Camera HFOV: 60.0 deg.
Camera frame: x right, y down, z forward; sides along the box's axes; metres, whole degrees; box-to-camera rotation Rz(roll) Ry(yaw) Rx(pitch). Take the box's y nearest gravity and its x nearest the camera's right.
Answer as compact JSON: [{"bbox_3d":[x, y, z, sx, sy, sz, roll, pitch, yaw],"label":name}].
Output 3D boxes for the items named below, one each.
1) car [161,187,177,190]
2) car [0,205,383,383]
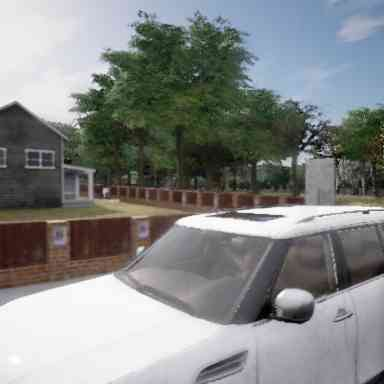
[{"bbox_3d":[-2.285,0.155,38.135,1.882,1.535,5.008,-1,4,-39],"label":"car"},{"bbox_3d":[0.707,1.218,3.610,5.566,2.045,2.150,0,0,-36],"label":"car"}]
